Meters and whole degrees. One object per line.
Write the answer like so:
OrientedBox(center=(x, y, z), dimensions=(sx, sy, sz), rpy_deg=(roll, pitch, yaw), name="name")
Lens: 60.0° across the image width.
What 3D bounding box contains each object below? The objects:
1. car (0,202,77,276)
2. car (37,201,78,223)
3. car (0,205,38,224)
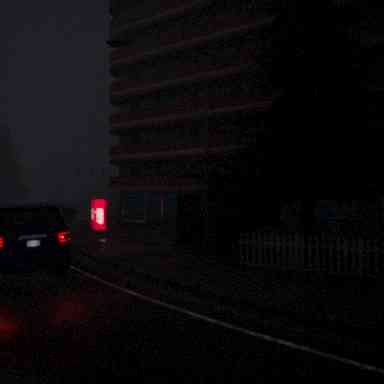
OrientedBox(center=(-5.391, 1.344, 10.049), dimensions=(2.150, 2.045, 5.566), rpy_deg=(0, 0, -37), name="car")
OrientedBox(center=(-11.996, 1.703, 30.081), dimensions=(2.097, 1.767, 4.553), rpy_deg=(0, -1, -3), name="car")
OrientedBox(center=(-15.461, 1.920, 29.311), dimensions=(1.994, 1.385, 4.181), rpy_deg=(0, -1, -3), name="car")
